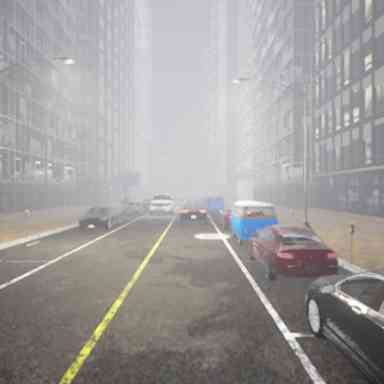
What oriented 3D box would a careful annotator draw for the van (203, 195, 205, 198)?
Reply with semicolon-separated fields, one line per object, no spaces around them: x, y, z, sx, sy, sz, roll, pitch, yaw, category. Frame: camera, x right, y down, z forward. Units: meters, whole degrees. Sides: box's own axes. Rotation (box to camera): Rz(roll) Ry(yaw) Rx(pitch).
2.724;1.303;43.717;1.690;1.788;3.998;0;0;0;van

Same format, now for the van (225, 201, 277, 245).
2.701;1.333;15.225;1.690;1.788;3.998;0;0;0;van

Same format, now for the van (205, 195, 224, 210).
2.719;1.310;38.017;1.690;1.788;3.998;0;0;0;van

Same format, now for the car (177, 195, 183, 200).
-2.940;1.369;74.994;1.994;1.385;4.181;0;0;0;car

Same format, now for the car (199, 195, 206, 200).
2.761;1.425;89.302;1.887;1.381;4.507;0;0;0;car

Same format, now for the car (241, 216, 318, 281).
2.696;1.578;9.526;1.802;1.307;4.206;0;0;0;car

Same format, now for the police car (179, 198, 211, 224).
0.120;1.491;24.802;2.038;1.542;4.974;0;0;0;police car

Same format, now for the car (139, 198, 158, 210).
-5.657;1.506;43.725;1.887;1.381;4.507;0;0;0;car

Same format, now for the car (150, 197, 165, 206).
-5.647;1.495;55.121;2.008;1.369;4.403;0;0;0;car

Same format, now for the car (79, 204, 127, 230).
-5.675;1.553;20.931;1.947;1.339;4.313;0;0;0;car

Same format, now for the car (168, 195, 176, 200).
-5.615;1.421;95.008;2.008;1.369;4.403;0;0;0;car

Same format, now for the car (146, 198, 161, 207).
-5.652;1.536;49.424;1.802;1.307;4.206;0;0;0;car

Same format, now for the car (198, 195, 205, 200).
2.766;1.452;95.000;1.802;1.307;4.206;0;0;0;car

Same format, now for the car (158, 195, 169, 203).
-5.638;1.363;66.518;1.967;1.590;4.097;0;0;0;car

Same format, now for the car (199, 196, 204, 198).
0.137;1.527;42.322;1.994;1.385;4.181;0;0;0;car

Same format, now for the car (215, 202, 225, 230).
2.706;1.532;20.923;1.887;1.381;4.507;0;0;0;car

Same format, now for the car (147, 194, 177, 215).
-3.070;1.195;34.507;2.150;2.045;5.566;0;0;0;car

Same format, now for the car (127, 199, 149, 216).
-5.666;1.557;32.328;1.802;1.307;4.206;0;0;0;car

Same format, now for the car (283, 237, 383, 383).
2.692;1.550;3.829;2.008;1.369;4.403;0;0;0;car
